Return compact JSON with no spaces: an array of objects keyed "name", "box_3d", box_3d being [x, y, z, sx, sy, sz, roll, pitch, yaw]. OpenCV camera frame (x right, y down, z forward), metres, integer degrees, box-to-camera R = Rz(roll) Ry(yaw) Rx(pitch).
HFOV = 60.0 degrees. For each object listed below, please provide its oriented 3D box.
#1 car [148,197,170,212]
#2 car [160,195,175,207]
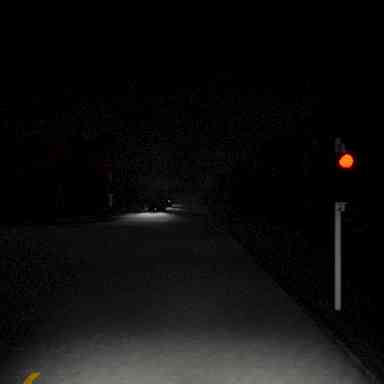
[{"name":"car","box_3d":[-4.087,1.601,39.454,1.895,1.301,4.718,0,0,0]},{"name":"car","box_3d":[-4.070,1.352,49.635,2.097,1.767,4.553,0,0,0]}]
